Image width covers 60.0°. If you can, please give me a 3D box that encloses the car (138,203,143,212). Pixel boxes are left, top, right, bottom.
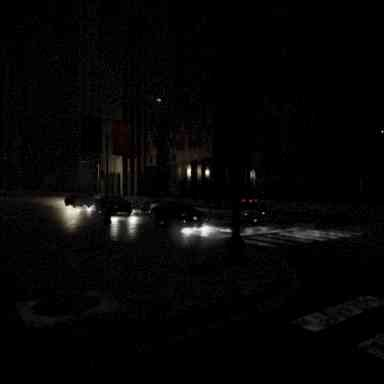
[{"bbox_3d":[-2.849,1.210,28.774,1.895,1.301,4.718,0,1,-35],"label":"car"}]

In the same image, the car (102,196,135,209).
[{"bbox_3d":[-8.080,1.095,36.233,1.895,1.301,4.718,0,1,-35],"label":"car"}]

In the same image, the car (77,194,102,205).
[{"bbox_3d":[-13.755,0.970,44.355,1.895,1.301,4.718,0,1,-35],"label":"car"}]

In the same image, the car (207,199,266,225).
[{"bbox_3d":[2.435,1.328,21.280,1.895,1.301,4.718,0,1,-36],"label":"car"}]

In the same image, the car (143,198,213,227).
[{"bbox_3d":[-0.971,1.278,20.447,1.994,1.385,4.181,0,1,-35],"label":"car"}]

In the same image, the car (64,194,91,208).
[{"bbox_3d":[-12.921,0.997,37.465,2.033,1.411,5.357,0,1,-35],"label":"car"}]

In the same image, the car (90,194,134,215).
[{"bbox_3d":[-6.838,1.061,28.800,1.882,1.535,5.008,0,1,-35],"label":"car"}]

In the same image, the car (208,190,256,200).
[{"bbox_3d":[3.605,0.848,31.264,2.150,2.045,5.566,0,1,-35],"label":"car"}]
